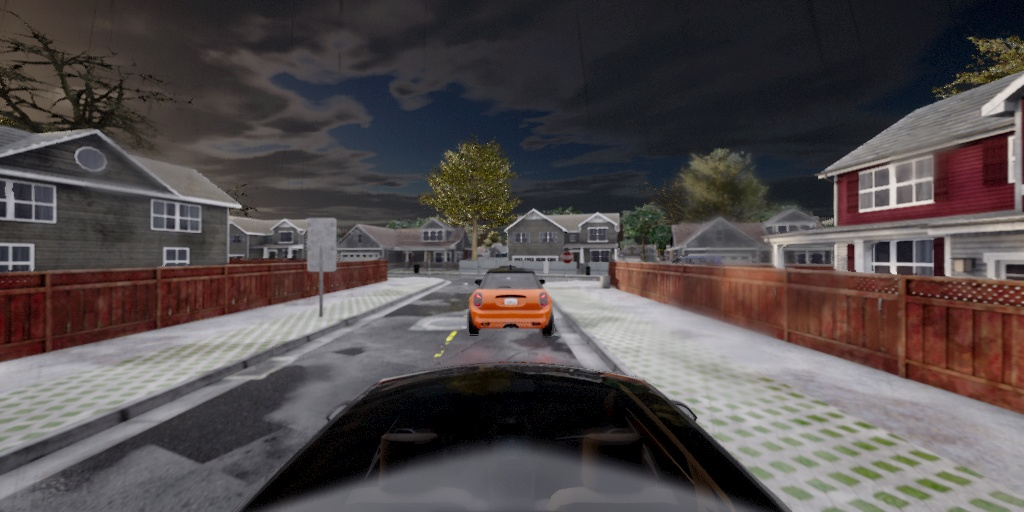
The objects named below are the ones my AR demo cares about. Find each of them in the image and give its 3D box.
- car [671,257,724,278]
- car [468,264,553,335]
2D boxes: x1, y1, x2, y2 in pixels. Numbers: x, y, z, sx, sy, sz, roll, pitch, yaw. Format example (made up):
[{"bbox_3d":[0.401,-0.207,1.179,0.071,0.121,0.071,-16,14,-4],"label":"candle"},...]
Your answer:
[{"bbox_3d":[14.254,1.063,29.240,5.566,2.045,2.150,0,0,18],"label":"car"},{"bbox_3d":[-0.054,1.102,10.630,2.097,1.767,4.553,0,0,-1],"label":"car"}]
